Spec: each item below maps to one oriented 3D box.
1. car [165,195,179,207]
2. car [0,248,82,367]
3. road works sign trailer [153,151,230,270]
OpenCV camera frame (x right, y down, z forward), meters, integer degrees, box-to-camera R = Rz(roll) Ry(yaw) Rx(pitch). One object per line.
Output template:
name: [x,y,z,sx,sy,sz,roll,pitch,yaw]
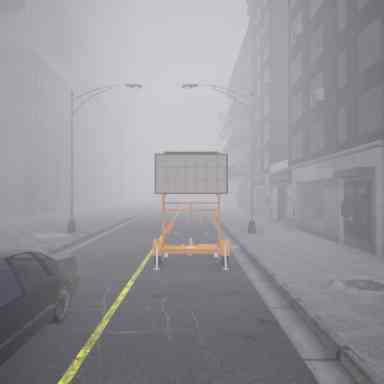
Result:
car: [-3.100,1.610,53.633,2.033,1.411,5.357,0,0,0]
car: [-3.111,1.548,4.418,2.033,1.411,5.357,0,0,0]
road works sign trailer: [-0.023,0.467,11.022,2.380,3.560,2.880,0,0,0]
